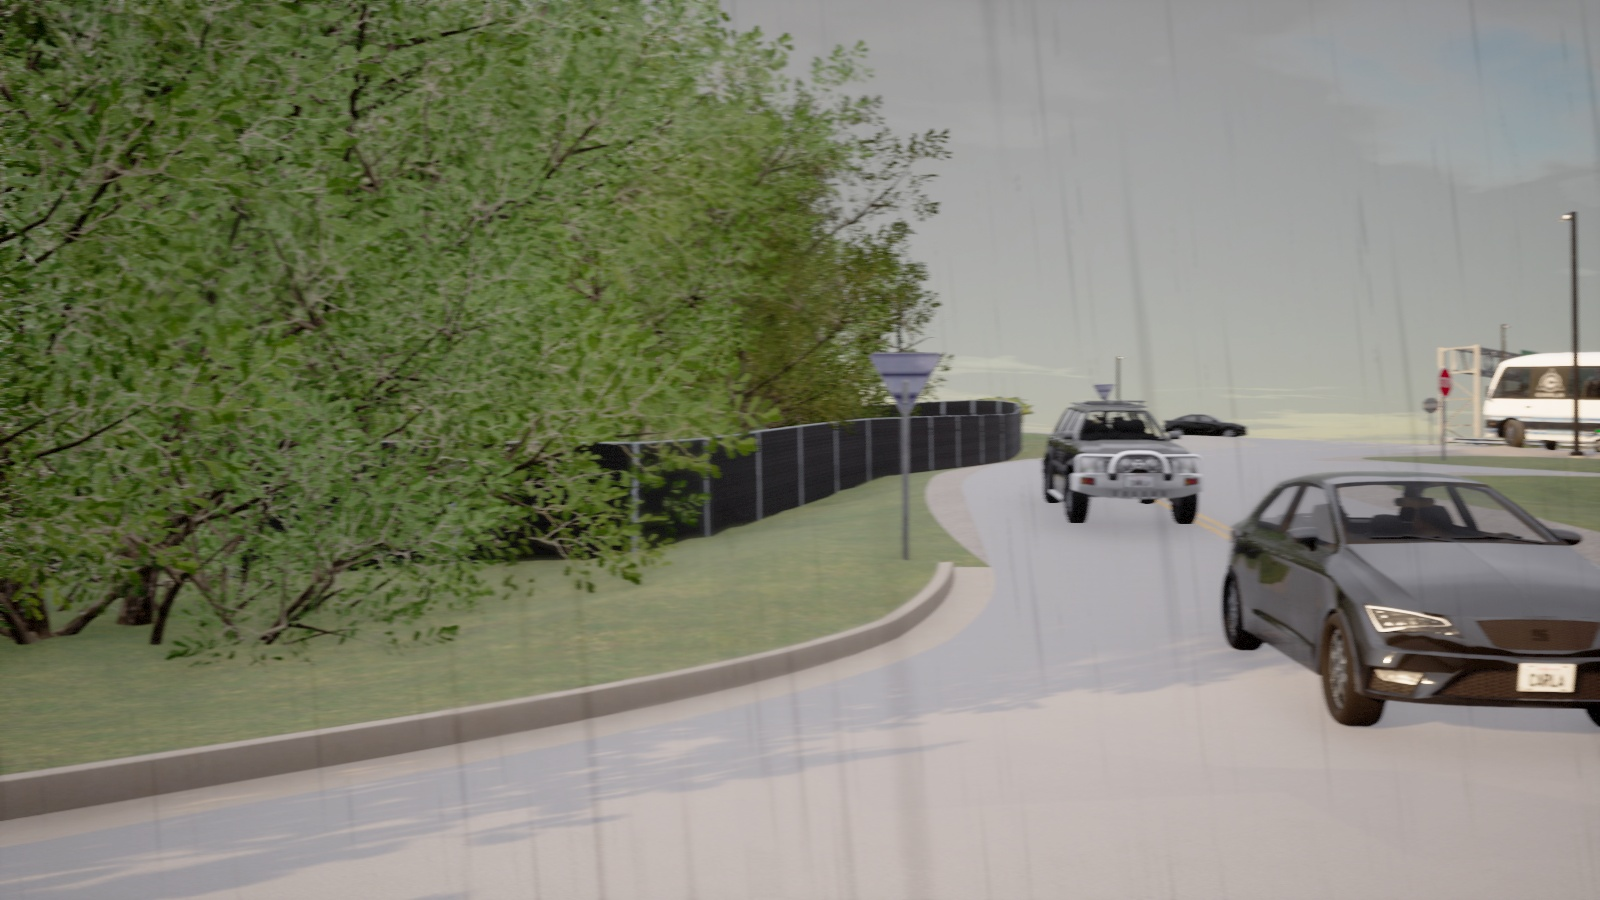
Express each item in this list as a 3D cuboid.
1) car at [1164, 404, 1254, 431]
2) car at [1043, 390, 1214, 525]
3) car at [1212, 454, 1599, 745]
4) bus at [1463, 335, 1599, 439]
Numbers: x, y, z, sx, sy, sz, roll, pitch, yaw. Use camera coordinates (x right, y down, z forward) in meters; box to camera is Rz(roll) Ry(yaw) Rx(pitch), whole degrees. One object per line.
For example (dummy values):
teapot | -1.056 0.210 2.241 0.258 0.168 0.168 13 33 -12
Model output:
car | 25.020 -1.989 76.832 5.008 1.535 1.882 1 0 27
car | 5.279 0.007 20.761 1.932 1.855 4.605 -1 4 4
car | 4.263 0.807 8.740 1.816 1.474 4.193 -1 0 7
bus | 33.984 -2.725 52.905 3.944 4.253 10.273 -4 4 -28
